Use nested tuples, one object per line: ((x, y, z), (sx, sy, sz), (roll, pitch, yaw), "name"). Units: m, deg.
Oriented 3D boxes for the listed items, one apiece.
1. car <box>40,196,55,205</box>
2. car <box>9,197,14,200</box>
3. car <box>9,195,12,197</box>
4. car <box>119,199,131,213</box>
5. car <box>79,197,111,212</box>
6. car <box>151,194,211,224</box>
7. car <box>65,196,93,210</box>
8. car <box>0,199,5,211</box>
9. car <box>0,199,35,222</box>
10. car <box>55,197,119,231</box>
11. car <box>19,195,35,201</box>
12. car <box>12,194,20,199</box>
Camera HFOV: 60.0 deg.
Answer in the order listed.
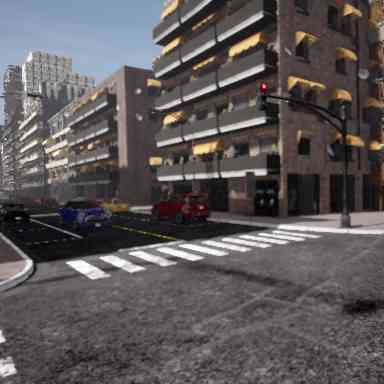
((-23.303, 1.289, 53.696), (1.887, 1.381, 4.507), (-2, 1, -35), "car")
((-20.390, 1.523, 35.138), (1.752, 1.417, 4.829), (-2, 1, -35), "car")
((-42.591, 1.260, 80.829), (1.967, 1.590, 4.097), (-2, 1, -35), "car")
((-7.330, 1.250, 31.222), (1.752, 1.417, 4.829), (-2, 1, -35), "car")
((-10.446, 1.273, 35.607), (1.887, 1.381, 4.507), (-2, 1, -35), "car")
((-0.808, 1.033, 22.034), (2.192, 1.841, 5.009), (-2, 1, -35), "car")
((-13.660, 1.283, 40.130), (2.008, 1.369, 4.403), (-2, 1, -35), "car")
((-23.702, 1.583, 39.801), (1.802, 1.307, 4.206), (-2, 1, -35), "car")
((-14.058, 1.556, 26.232), (1.947, 1.339, 4.313), (-2, 1, -35), "car")
((-6.480, 1.249, 20.199), (2.097, 1.767, 4.553), (-2, 1, -35), "car")
((-32.945, 1.321, 67.262), (1.887, 1.381, 4.507), (-2, 1, -35), "car")
((-39.373, 1.371, 76.309), (1.947, 1.339, 4.313), (-2, 1, -35), "car")
